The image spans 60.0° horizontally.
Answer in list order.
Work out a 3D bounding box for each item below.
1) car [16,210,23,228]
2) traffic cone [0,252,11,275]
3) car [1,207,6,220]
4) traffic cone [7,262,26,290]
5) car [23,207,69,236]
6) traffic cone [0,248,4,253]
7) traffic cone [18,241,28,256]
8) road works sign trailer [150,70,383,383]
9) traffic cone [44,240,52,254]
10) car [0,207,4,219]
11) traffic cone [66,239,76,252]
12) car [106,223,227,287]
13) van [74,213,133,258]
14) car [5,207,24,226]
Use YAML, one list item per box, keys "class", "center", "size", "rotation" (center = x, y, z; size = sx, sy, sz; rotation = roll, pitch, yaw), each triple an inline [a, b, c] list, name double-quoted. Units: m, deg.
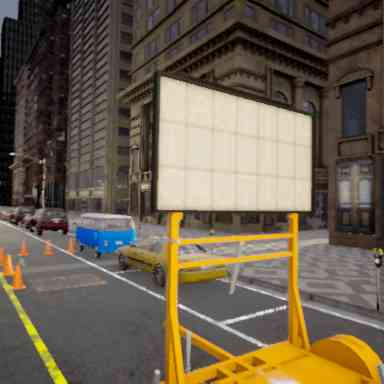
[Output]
- class: "car"
  center: [-13.696, 2.505, 28.806]
  size: [1.802, 1.307, 4.206]
  rotation: [2, -3, -35]
- class: "traffic cone"
  center: [-5.771, 2.284, 10.463]
  size: [0.340, 0.580, 0.340]
  rotation: [3, -3, -35]
- class: "car"
  center: [-20.127, 2.746, 37.976]
  size: [1.947, 1.339, 4.313]
  rotation: [2, -3, -35]
- class: "traffic cone"
  center: [-4.623, 2.239, 8.827]
  size: [0.340, 0.580, 0.340]
  rotation: [3, -3, -35]
- class: "car"
  center: [-10.475, 2.110, 24.231]
  size: [2.192, 1.841, 5.009]
  rotation: [2, -3, -35]
- class: "traffic cone"
  center: [-6.920, 2.329, 12.100]
  size: [0.340, 0.580, 0.340]
  rotation: [3, -3, -35]
- class: "traffic cone"
  center: [-7.250, 2.411, 14.311]
  size: [0.340, 0.580, 0.340]
  rotation: [3, -3, -35]
- class: "road works sign trailer"
  center: [0.465, 0.639, 3.887]
  size: [2.380, 3.560, 2.880]
  rotation: [3, -3, -35]
- class: "traffic cone"
  center: [-6.431, 2.448, 14.884]
  size: [0.340, 0.580, 0.340]
  rotation: [3, -3, -35]
- class: "car"
  center: [-23.341, 2.750, 42.565]
  size: [1.967, 1.590, 4.097]
  rotation: [2, -3, -35]
- class: "traffic cone"
  center: [-5.612, 2.485, 15.457]
  size: [0.340, 0.580, 0.340]
  rotation: [3, -3, -35]
- class: "car"
  center: [-0.928, 1.944, 10.608]
  size: [1.752, 1.417, 4.829]
  rotation: [2, -3, -35]
- class: "van"
  center: [-4.044, 1.882, 15.061]
  size: [1.690, 1.788, 3.998]
  rotation: [2, -3, -35]
- class: "car"
  center: [-16.907, 2.367, 33.400]
  size: [2.192, 1.841, 5.009]
  rotation: [2, -3, -35]
